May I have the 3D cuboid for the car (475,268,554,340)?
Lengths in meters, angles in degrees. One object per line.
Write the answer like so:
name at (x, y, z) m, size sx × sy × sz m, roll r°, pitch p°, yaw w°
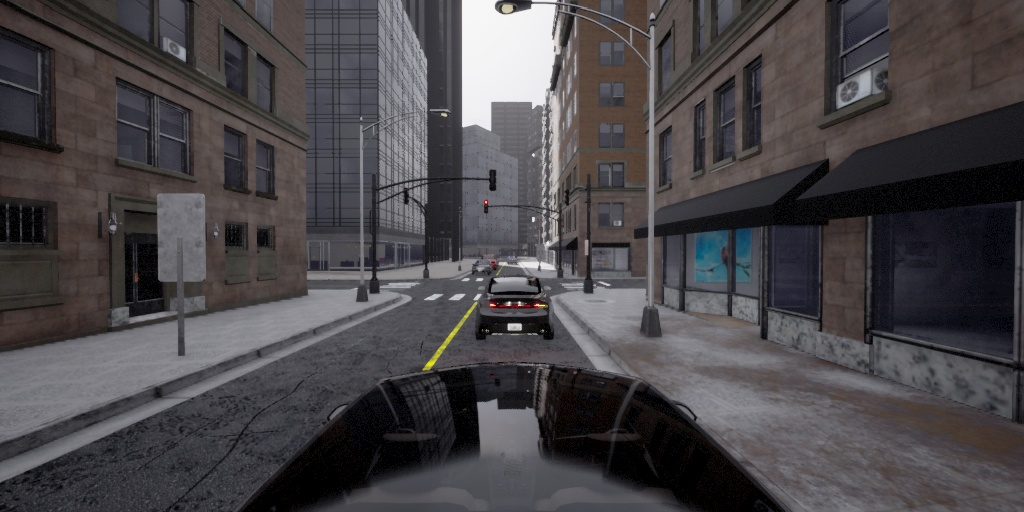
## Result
car at (0.070, 1.252, 9.987) m, size 1.837 × 1.490 × 4.892 m, roll 0°, pitch 0°, yaw 0°

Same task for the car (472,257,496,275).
car at (-3.133, 1.163, 37.976) m, size 2.128 × 1.511 × 4.902 m, roll 0°, pitch 0°, yaw 0°

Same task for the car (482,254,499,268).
car at (-3.150, 0.809, 48.281) m, size 2.150 × 2.045 × 5.566 m, roll 0°, pitch 1°, yaw 0°
